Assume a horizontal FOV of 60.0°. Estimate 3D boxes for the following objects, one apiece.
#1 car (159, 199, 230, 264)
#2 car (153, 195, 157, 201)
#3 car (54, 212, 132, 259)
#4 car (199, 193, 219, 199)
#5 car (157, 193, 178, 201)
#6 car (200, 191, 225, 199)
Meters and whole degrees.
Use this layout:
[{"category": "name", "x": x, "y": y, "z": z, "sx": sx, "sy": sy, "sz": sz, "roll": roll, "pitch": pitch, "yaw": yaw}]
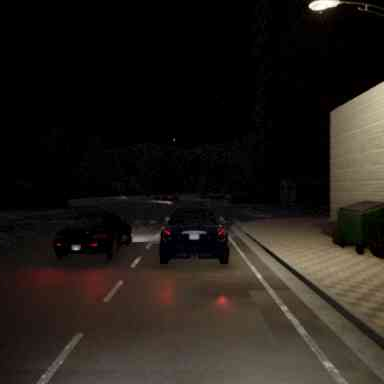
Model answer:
[{"category": "car", "x": 0.077, "y": 1.288, "z": 11.657, "sx": 2.097, "sy": 1.767, "sz": 4.553, "roll": 0, "pitch": 0, "yaw": 0}, {"category": "car", "x": -6.442, "y": 0.964, "z": 71.564, "sx": 2.097, "sy": 1.767, "sz": 4.553, "roll": 0, "pitch": 0, "yaw": 28}, {"category": "car", "x": -3.420, "y": 1.459, "z": 12.138, "sx": 1.812, "sy": 1.442, "sz": 4.674, "roll": 0, "pitch": 0, "yaw": 0}, {"category": "car", "x": 4.267, "y": 1.020, "z": 83.763, "sx": 5.008, "sy": 1.535, "sz": 1.882, "roll": 0, "pitch": 0, "yaw": -38}, {"category": "car", "x": -4.547, "y": 0.986, "z": 67.299, "sx": 2.097, "sy": 1.767, "sz": 4.553, "roll": 0, "pitch": 0, "yaw": 22}, {"category": "car", "x": 5.365, "y": 0.786, "z": 80.241, "sx": 5.566, "sy": 2.045, "sz": 2.150, "roll": 0, "pitch": 0, "yaw": -38}]
